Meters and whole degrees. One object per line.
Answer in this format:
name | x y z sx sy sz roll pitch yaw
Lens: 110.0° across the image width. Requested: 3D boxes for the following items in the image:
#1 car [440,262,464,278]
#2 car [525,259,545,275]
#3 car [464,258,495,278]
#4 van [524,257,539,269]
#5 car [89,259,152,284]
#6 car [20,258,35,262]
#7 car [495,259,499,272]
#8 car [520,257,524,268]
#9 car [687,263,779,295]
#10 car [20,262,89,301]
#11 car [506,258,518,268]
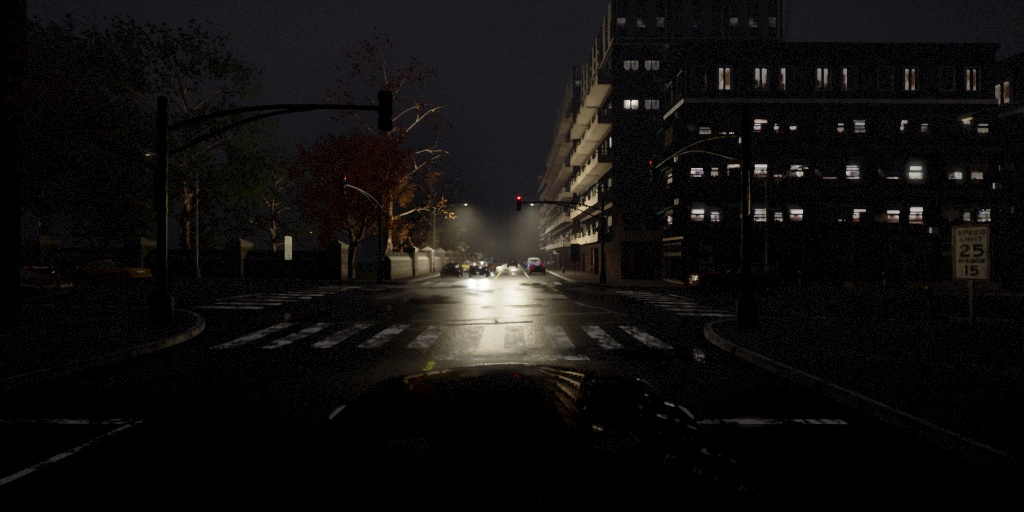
car | -5.654 1.330 34.304 1.948 1.339 4.313 0 0 0
car | 2.733 1.314 39.925 1.888 1.381 4.507 0 0 0
car | -3.073 1.256 34.531 2.128 1.511 4.902 0 0 -1
van | 2.740 1.116 45.555 1.690 1.789 3.998 0 0 0
car | -24.721 0.883 21.620 4.829 1.417 1.751 0 0 0
car | -27.668 0.784 19.005 4.902 1.511 2.128 1 0 0
car | -3.048 1.340 46.393 1.994 1.385 4.181 0 0 0
car | 2.752 1.230 56.815 1.967 1.591 4.097 0 0 0
car | 13.472 1.353 21.942 5.009 1.841 2.192 0 0 0
car | -18.949 1.007 13.288 4.207 1.307 1.802 0 0 0
car | 0.067 1.304 62.598 1.837 1.490 4.892 0 0 0
